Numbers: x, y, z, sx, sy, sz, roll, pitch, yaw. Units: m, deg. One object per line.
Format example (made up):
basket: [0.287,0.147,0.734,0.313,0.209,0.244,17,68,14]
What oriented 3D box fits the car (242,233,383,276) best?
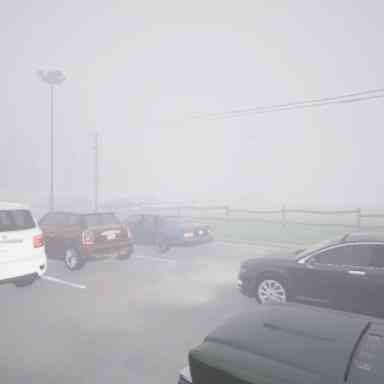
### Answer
car: [3.190,1.505,6.014,4.892,1.490,1.837,0,0,36]

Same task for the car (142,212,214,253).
car: [-1.705,1.553,13.759,5.357,1.411,2.033,0,0,36]

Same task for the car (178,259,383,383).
car: [2.214,1.601,2.411,4.718,1.301,1.895,0,0,36]

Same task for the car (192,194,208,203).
car: [1.180,1.571,65.811,2.033,1.411,5.357,0,0,37]

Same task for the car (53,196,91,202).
car: [-15.336,1.377,43.260,2.097,1.767,4.553,0,0,35]

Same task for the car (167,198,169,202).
car: [-3.436,1.552,71.305,1.812,1.442,4.674,0,0,36]

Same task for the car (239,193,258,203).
car: [11.726,1.242,68.327,2.150,2.045,5.566,0,0,36]

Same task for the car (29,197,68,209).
car: [-20.563,1.530,47.991,1.837,1.490,4.892,0,1,35]

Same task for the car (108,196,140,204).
car: [-9.019,1.523,40.077,1.837,1.490,4.892,0,1,36]

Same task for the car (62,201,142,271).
car: [-4.141,1.358,11.199,4.553,1.767,2.097,0,0,36]

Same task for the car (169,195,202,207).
car: [-0.964,1.545,51.128,1.812,1.442,4.674,0,0,36]

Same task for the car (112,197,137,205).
car: [-12.096,1.591,59.596,1.994,1.385,4.181,0,0,36]

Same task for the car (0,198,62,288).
car: [-5.811,1.228,8.087,5.566,2.045,2.150,0,0,36]

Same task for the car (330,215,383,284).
car: [6.257,1.477,8.129,5.008,1.535,1.882,0,0,36]

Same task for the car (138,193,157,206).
car: [-8.298,1.377,52.954,2.097,1.767,4.553,0,0,36]
